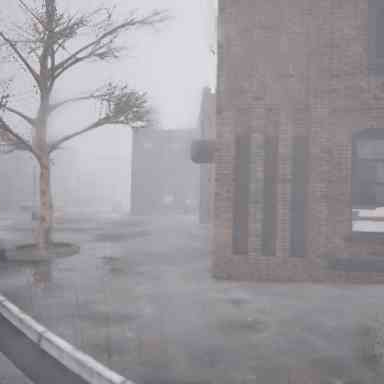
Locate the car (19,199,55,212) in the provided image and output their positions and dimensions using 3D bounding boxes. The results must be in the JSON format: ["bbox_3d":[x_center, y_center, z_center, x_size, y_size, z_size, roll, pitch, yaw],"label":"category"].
[{"bbox_3d":[-19.234,1.646,41.494,1.882,1.535,5.008,1,-1,12],"label":"car"}]
